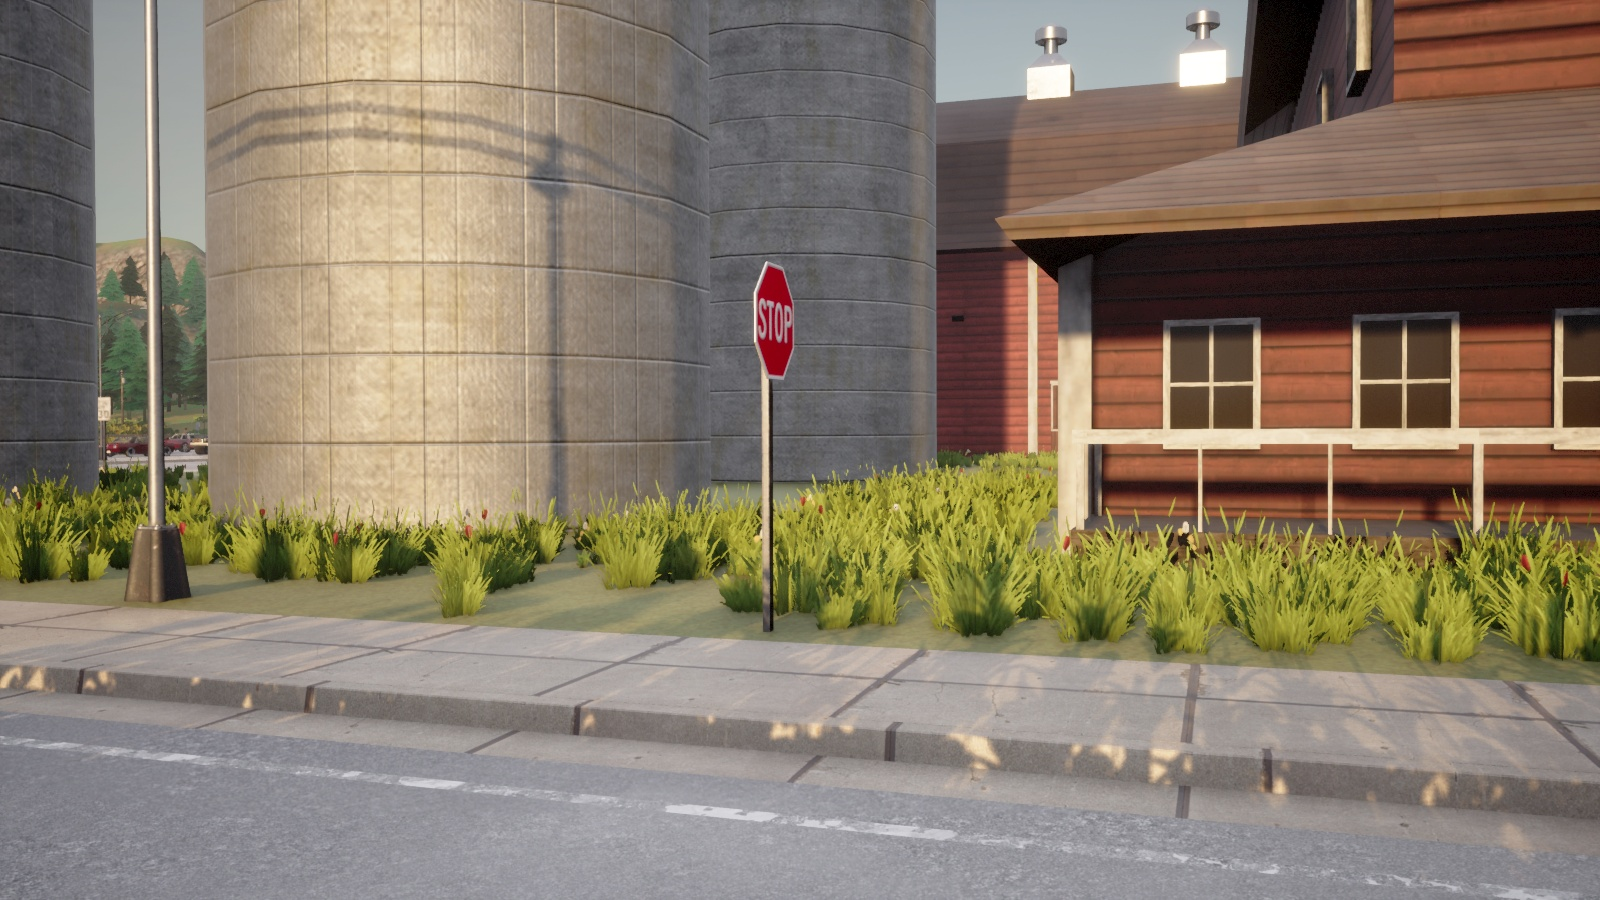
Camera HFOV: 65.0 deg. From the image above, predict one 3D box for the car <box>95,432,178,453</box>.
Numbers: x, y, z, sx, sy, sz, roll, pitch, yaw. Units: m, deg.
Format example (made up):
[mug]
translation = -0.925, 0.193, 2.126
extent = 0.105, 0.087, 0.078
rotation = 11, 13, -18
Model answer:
[car]
translation = -42.547, -0.523, 80.598
extent = 1.895, 1.301, 4.718
rotation = 1, 1, 18
